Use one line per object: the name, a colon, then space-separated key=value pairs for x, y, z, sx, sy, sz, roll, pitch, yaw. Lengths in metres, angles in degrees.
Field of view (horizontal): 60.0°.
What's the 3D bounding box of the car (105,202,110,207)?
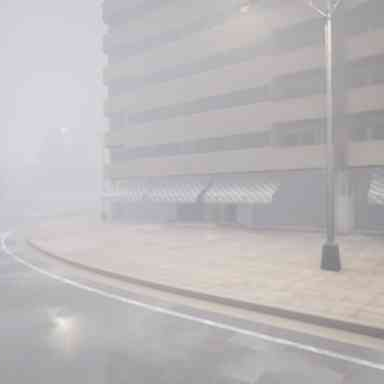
car: x=-14.220 y=2.049 z=62.021 sx=1.812 sy=1.442 sz=4.674 roll=-1 pitch=0 yaw=36
